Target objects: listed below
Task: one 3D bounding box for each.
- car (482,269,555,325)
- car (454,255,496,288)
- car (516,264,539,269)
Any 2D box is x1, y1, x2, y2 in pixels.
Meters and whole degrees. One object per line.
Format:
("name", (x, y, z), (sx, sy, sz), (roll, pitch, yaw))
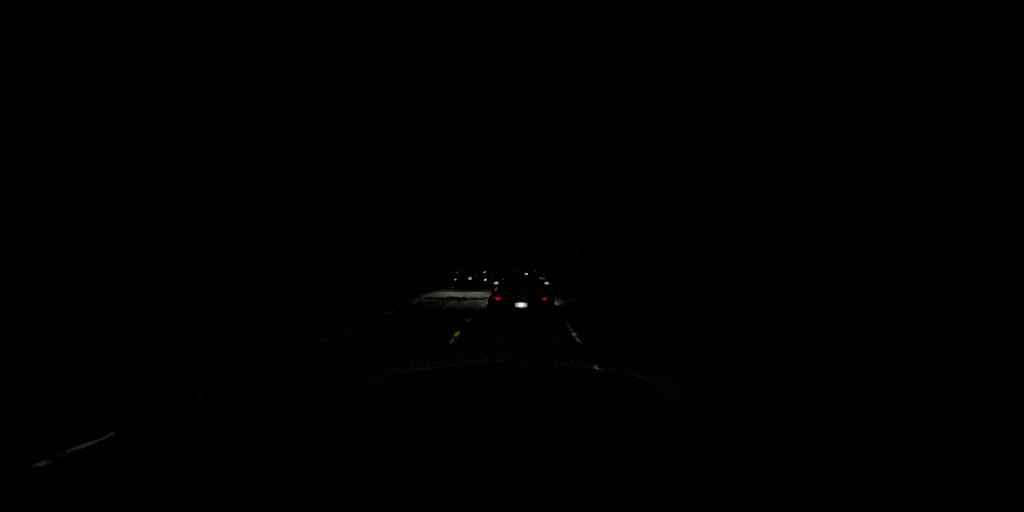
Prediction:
("car", (0.308, 1.315, 11.852), (1.994, 1.385, 4.181), (0, 0, 2))
("car", (-2.319, 0.969, 24.061), (2.150, 2.045, 5.566), (0, 0, 4))
("car", (1.231, 1.316, 28.839), (1.994, 1.385, 4.181), (0, 0, 4))
